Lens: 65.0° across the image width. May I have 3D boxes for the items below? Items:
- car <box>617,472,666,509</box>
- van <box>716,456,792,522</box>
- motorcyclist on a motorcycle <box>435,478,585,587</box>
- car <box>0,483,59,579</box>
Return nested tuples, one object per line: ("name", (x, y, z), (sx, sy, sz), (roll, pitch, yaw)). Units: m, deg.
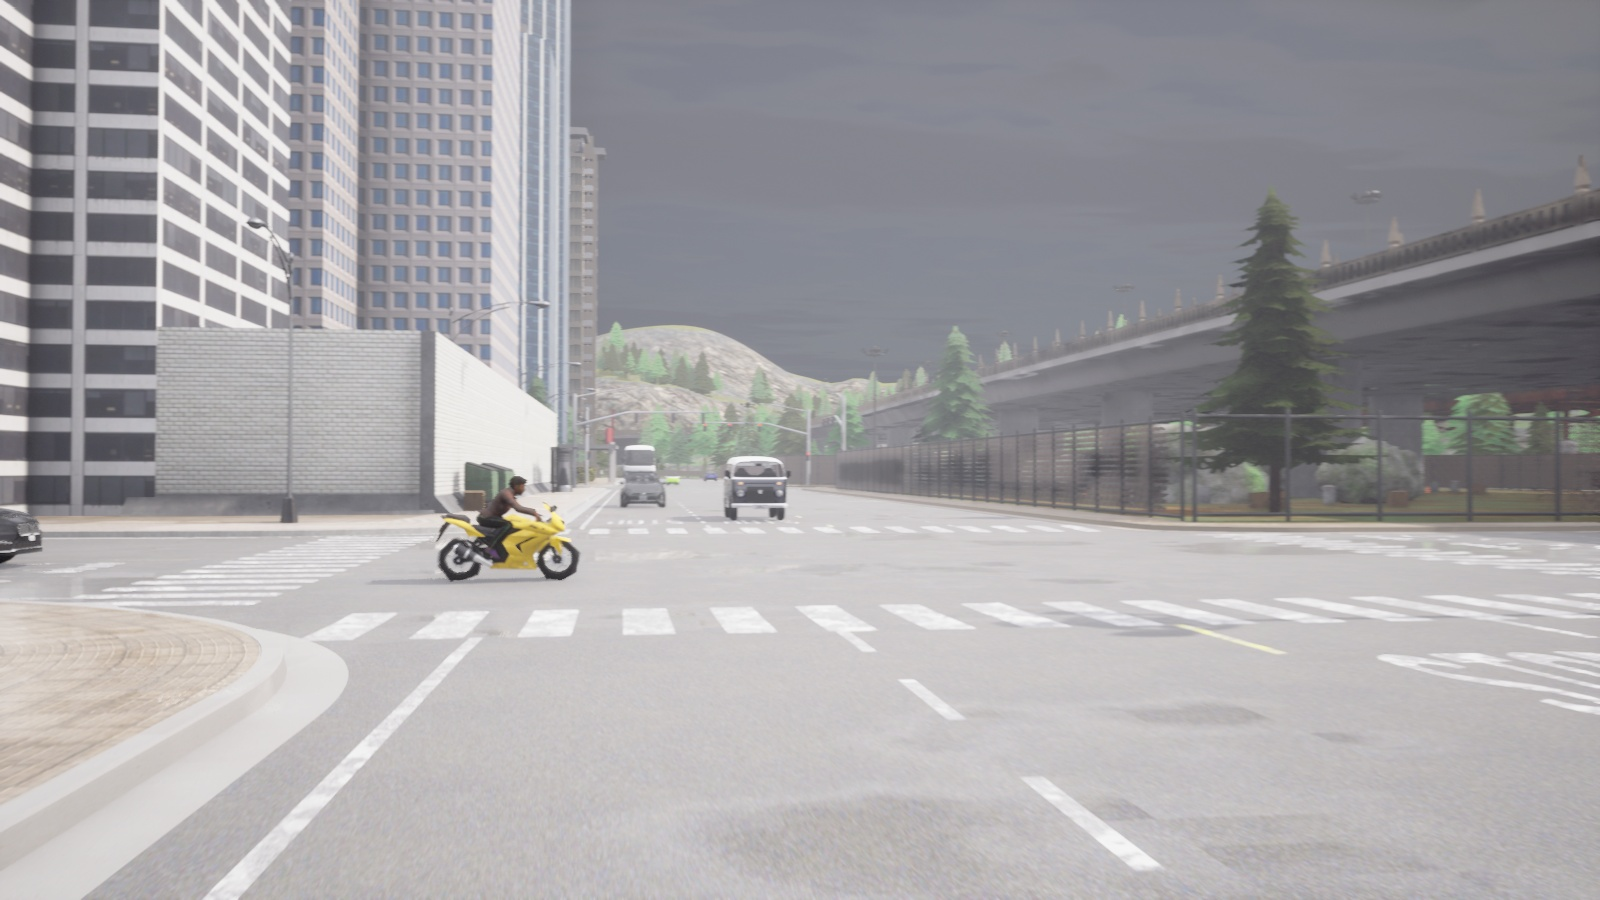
("car", (-6.794, 1.704, 53.853), (2.007, 1.525, 4.514), (0, -1, -7))
("van", (-1.553, 1.231, 40.784), (2.069, 2.038, 4.480), (0, -1, -7))
("motorcyclist on a motorcycle", (-4.180, 1.173, 18.209), (2.044, 1.523, 0.797), (0, -1, -7))
("car", (-15.040, 1.302, 20.336), (4.892, 1.490, 1.837), (0, -1, -7))
